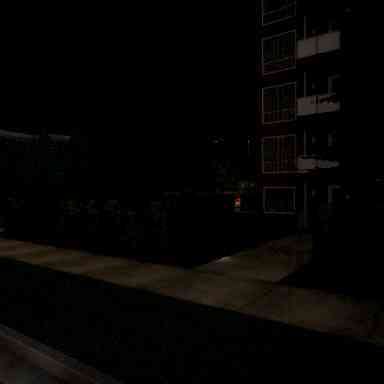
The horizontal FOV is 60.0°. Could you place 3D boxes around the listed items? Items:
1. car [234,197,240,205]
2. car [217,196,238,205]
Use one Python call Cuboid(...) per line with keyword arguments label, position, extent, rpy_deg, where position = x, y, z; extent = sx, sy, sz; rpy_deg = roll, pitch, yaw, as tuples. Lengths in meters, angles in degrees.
Cuboid(label="car", position=(9.307, 1.478, 58.079), extent=(1.882, 1.535, 5.008), rpy_deg=(0, 0, 36))
Cuboid(label="car", position=(6.473, 1.526, 60.134), extent=(1.812, 1.442, 4.674), rpy_deg=(0, 0, 36))
